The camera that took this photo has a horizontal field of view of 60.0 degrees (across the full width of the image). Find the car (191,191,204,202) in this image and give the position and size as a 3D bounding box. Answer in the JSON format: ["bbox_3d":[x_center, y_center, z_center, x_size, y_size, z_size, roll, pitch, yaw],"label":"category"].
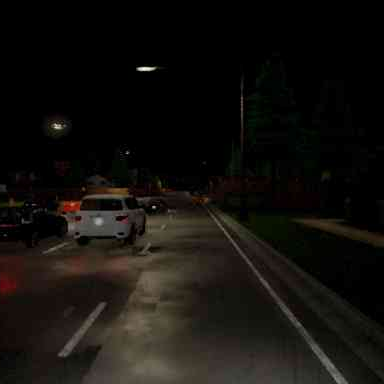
[{"bbox_3d":[1.233,1.020,59.826,1.801,1.575,5.366,0,0,0],"label":"car"}]

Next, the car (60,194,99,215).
[{"bbox_3d":[-10.396,1.126,31.012,2.097,1.767,4.553,0,0,0],"label":"car"}]

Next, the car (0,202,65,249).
[{"bbox_3d":[-6.898,1.388,14.079,2.128,1.511,4.902,0,0,0],"label":"car"}]

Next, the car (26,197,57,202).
[{"bbox_3d":[-14.100,1.276,31.362,1.837,1.490,4.892,0,0,0],"label":"car"}]

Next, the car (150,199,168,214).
[{"bbox_3d":[-3.396,1.332,31.839,1.994,1.385,4.181,0,0,0],"label":"car"}]

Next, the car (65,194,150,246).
[{"bbox_3d":[-3.398,1.113,14.760,2.150,2.045,5.566,0,0,0],"label":"car"}]

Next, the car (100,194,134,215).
[{"bbox_3d":[-6.896,1.126,31.002,2.097,1.767,4.553,0,0,0],"label":"car"}]
